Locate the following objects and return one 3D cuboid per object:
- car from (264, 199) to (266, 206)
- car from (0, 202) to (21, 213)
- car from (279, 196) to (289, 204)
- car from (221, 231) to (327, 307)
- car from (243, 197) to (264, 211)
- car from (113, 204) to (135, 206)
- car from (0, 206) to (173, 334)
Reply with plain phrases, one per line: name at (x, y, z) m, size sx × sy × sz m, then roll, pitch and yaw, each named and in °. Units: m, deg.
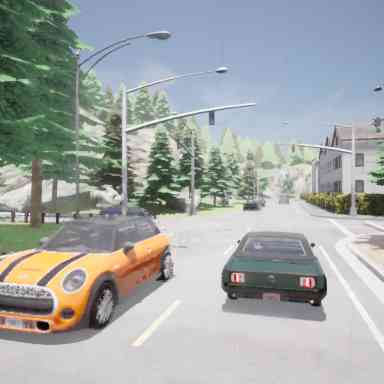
car at (10.261, 1.491, 51.035) m, size 2.128 × 1.511 × 4.902 m, roll 0°, pitch 0°, yaw 16°
car at (-16.976, 1.515, 28.285) m, size 4.892 × 1.490 × 1.837 m, roll 2°, pitch 0°, yaw 15°
car at (17.596, 1.547, 63.512) m, size 2.033 × 1.411 × 5.357 m, roll 0°, pitch 0°, yaw 16°
car at (2.021, 1.601, 8.106) m, size 1.895 × 1.301 × 4.718 m, roll 0°, pitch 0°, yaw 15°
car at (7.486, 1.601, 41.228) m, size 1.895 × 1.301 × 4.718 m, roll 0°, pitch 0°, yaw 16°
car at (-4.855, 1.579, 24.972) m, size 4.181 × 1.385 × 1.994 m, roll 0°, pitch 0°, yaw 16°
car at (-2.037, 1.352, 7.106) m, size 2.097 × 1.767 × 4.553 m, roll 0°, pitch 0°, yaw 16°
